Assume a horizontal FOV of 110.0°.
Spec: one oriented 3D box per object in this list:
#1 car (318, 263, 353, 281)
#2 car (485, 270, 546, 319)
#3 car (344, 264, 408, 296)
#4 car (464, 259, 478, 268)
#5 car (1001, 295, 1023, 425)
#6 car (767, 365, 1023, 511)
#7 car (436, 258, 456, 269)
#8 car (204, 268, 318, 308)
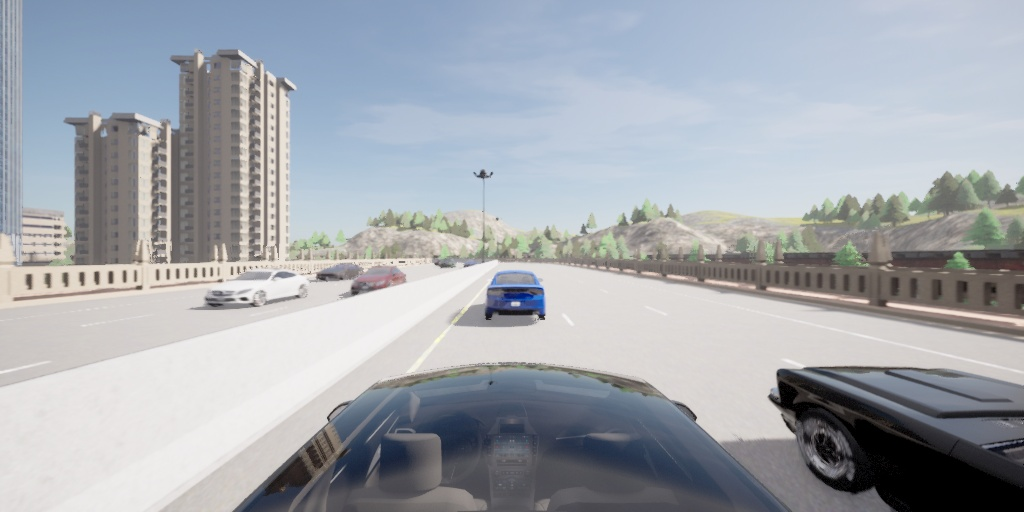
[{"bbox_3d":[-14.085,1.290,29.951,2.033,1.411,5.357,0,0,0],"label":"car"},{"bbox_3d":[0.105,1.225,12.758,1.882,1.535,5.008,0,0,0],"label":"car"},{"bbox_3d":[-7.091,1.271,19.644,1.812,1.442,4.674,0,0,0],"label":"car"},{"bbox_3d":[-7.010,1.299,61.416,1.812,1.442,4.674,0,0,1],"label":"car"},{"bbox_3d":[7.102,1.242,1.973,2.128,1.511,4.902,0,0,0],"label":"car"},{"bbox_3d":[3.601,1.351,1.584,1.895,1.301,4.718,0,0,0],"label":"car"},{"bbox_3d":[-10.521,1.119,58.437,2.097,1.767,4.553,0,0,1],"label":"car"},{"bbox_3d":[-10.593,1.272,15.370,1.812,1.442,4.674,0,0,0],"label":"car"}]
